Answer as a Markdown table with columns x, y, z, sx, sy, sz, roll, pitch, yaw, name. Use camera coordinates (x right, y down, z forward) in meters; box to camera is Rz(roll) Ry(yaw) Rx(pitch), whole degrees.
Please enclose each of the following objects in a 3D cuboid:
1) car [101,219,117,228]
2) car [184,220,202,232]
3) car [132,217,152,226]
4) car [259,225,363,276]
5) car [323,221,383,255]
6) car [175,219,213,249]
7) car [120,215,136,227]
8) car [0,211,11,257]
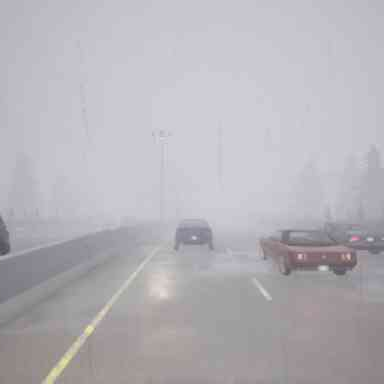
| x | y | z | sx | sy | sz | roll | pitch | yaw | name |
| --- | --- | --- | --- | --- | --- | --- | --- | --- | --- |
| -14.032 | 5.263 | 56.459 | 2.128 | 1.511 | 4.902 | 0 | -5 | 1 | car |
| 0.101 | 3.943 | 39.042 | 1.994 | 1.385 | 4.181 | 0 | -5 | 0 | car |
| -7.050 | 4.791 | 49.894 | 2.033 | 1.411 | 5.357 | 0 | -5 | 1 | car |
| 3.600 | 1.904 | 11.340 | 1.895 | 1.301 | 4.718 | 0 | -3 | 0 | car |
| 7.100 | 2.099 | 15.761 | 2.033 | 1.411 | 5.357 | 0 | -4 | 0 | car |
| 0.099 | 2.189 | 18.112 | 1.882 | 1.535 | 5.008 | 0 | -4 | 0 | car |
| -10.522 | 4.959 | 56.072 | 2.150 | 2.045 | 5.566 | 0 | -5 | 1 | car |
| -7.099 | 1.423 | 8.812 | 2.150 | 2.045 | 5.566 | 0 | -2 | 0 | car |
